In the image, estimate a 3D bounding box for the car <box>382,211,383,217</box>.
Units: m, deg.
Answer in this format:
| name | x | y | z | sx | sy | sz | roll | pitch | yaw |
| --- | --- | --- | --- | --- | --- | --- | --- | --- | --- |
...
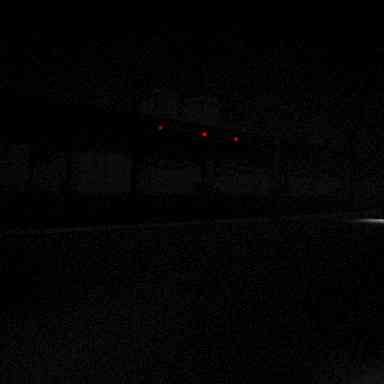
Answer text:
| name | x | y | z | sx | sy | sz | roll | pitch | yaw |
| --- | --- | --- | --- | --- | --- | --- | --- | --- | --- |
| car | 19.831 | 1.787 | 31.042 | 5.357 | 1.411 | 2.033 | 0 | 0 | -36 |
